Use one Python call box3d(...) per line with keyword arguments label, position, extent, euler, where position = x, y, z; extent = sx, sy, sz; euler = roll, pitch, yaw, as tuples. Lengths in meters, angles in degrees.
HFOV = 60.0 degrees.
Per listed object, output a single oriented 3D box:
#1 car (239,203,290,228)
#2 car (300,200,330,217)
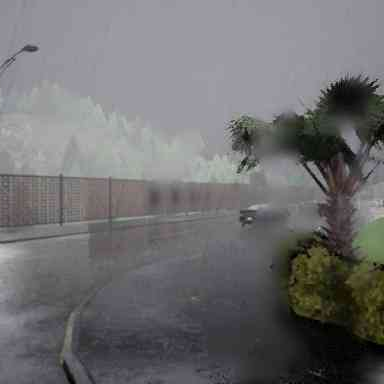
box3d(label="car", position=(4.958, 1.474, 22.262), extent=(1.882, 1.535, 5.008), euler=(0, 0, 36))
box3d(label="car", position=(11.906, 1.488, 31.926), extent=(2.128, 1.511, 4.902), euler=(0, 0, 35))
